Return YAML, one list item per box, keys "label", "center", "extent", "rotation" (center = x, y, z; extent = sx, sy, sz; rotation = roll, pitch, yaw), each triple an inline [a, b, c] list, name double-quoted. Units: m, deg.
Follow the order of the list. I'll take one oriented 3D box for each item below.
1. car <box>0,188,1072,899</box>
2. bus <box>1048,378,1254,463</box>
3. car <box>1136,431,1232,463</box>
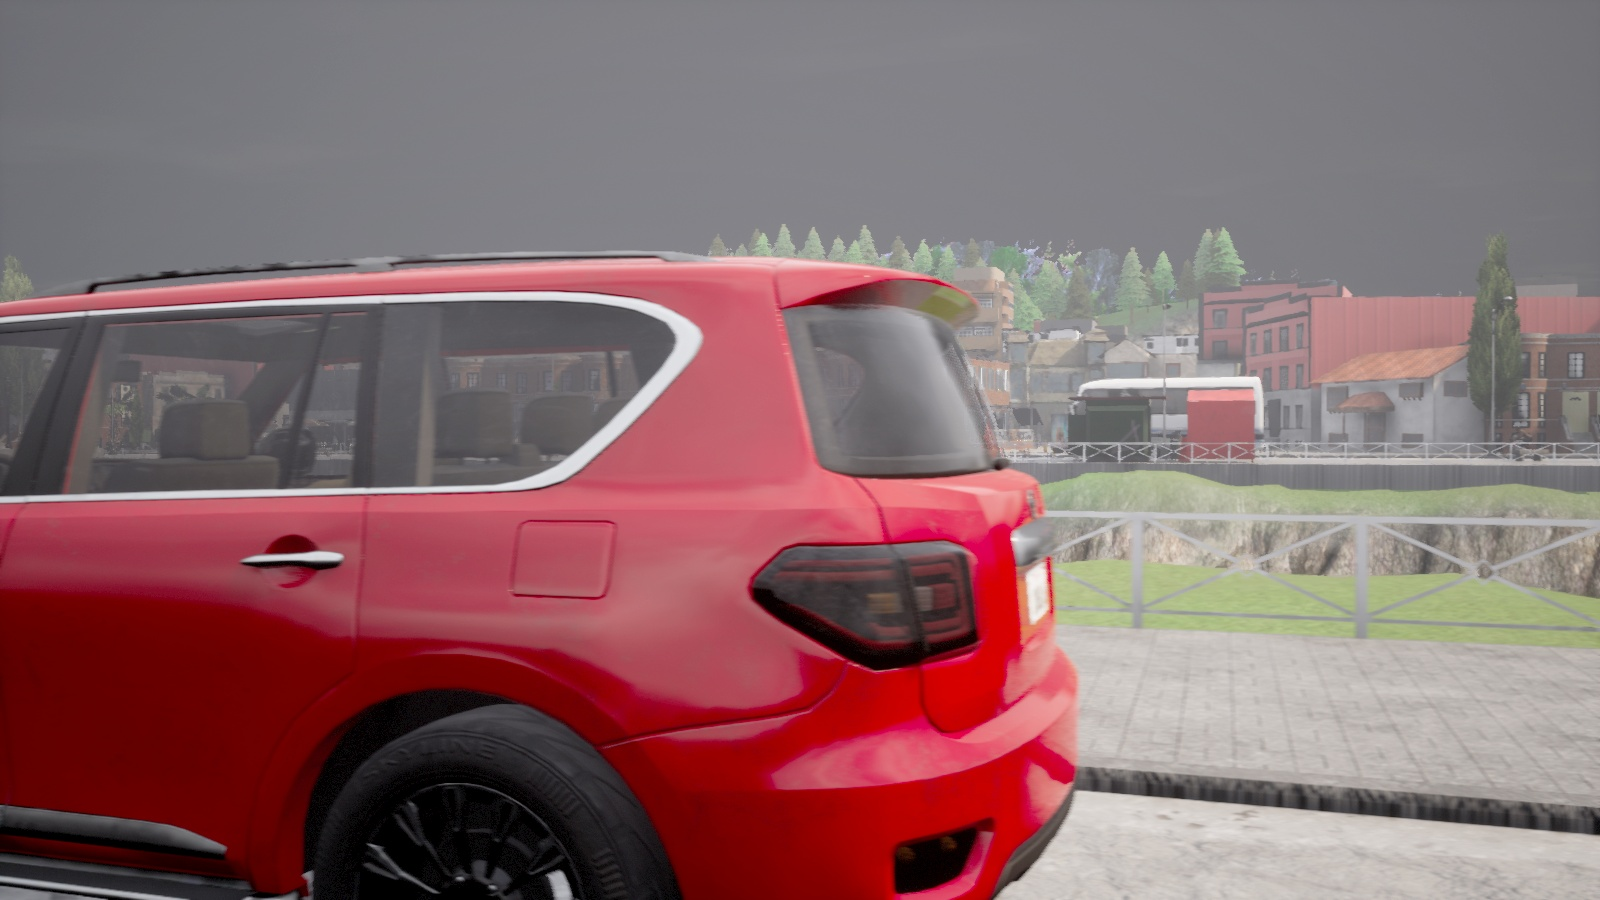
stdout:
- label: "car"
  center: [-2.008, 0.468, 4.392]
  extent: [5.566, 2.045, 2.150]
  rotation: [1, 1, 19]
- label: "bus"
  center: [18.649, -1.549, 66.749]
  extent: [10.273, 4.253, 3.944]
  rotation: [1, 1, 19]
- label: "car"
  center: [19.086, -0.154, 62.395]
  extent: [4.514, 1.525, 2.007]
  rotation: [1, 1, 19]
